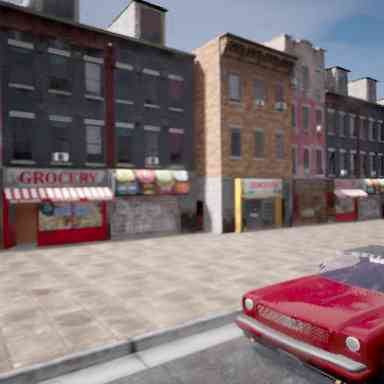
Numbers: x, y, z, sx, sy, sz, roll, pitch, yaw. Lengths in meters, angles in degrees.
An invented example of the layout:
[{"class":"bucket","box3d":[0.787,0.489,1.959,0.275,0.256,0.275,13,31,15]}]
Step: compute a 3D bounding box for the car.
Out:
[{"class":"car","box3d":[2.935,1.597,5.132,4.718,1.301,1.895,0,0,-35]}]
